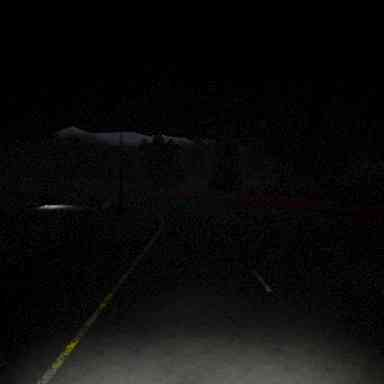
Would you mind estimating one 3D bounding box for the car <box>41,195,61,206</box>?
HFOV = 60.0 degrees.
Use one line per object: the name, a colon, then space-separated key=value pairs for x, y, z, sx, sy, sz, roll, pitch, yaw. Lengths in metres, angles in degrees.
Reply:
car: x=-19.165 y=1.086 z=45.108 sx=1.994 sy=1.385 sz=4.181 roll=-1 pitch=1 yaw=-34
